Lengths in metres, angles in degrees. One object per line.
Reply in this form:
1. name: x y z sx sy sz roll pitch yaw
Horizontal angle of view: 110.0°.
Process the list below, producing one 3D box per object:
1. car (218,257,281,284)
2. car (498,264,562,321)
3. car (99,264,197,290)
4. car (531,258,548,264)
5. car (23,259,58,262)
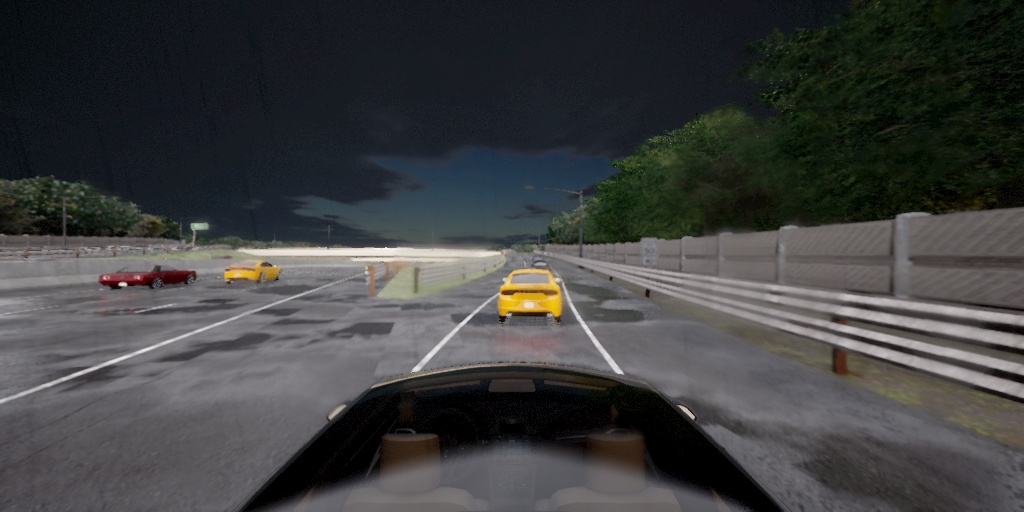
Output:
1. car: -17.302 1.022 24.176 1.882 1.535 5.008 1 0 -15
2. car: 0.671 1.199 12.386 1.882 1.535 5.008 0 0 4
3. car: -19.734 1.107 19.796 1.895 1.301 4.718 1 0 -15
4. car: 2.552 1.143 32.461 1.812 1.442 4.674 0 1 5
5. car: -41.193 0.953 31.280 1.994 1.385 4.181 1 -1 -15
